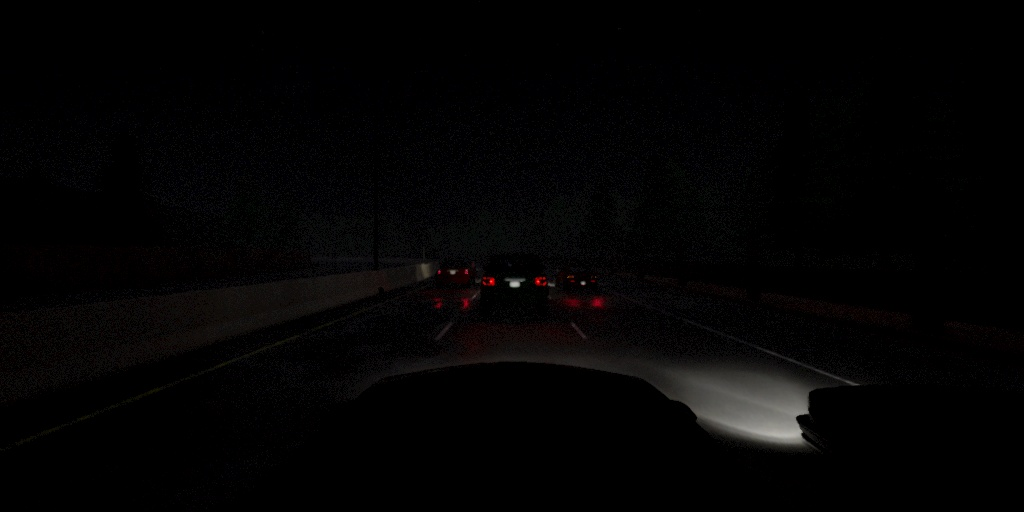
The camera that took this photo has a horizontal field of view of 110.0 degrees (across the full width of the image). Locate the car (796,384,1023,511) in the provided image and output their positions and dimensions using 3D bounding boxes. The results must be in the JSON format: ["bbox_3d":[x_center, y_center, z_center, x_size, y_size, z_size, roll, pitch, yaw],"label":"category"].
[{"bbox_3d":[3.608,1.297,0.869,2.033,1.411,5.357,0,0,0],"label":"car"}]

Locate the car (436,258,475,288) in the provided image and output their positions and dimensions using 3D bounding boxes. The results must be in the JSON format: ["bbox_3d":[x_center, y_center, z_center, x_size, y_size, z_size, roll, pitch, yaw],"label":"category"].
[{"bbox_3d":[-3.495,0.979,22.922,2.097,1.767,4.553,0,0,-2],"label":"car"}]

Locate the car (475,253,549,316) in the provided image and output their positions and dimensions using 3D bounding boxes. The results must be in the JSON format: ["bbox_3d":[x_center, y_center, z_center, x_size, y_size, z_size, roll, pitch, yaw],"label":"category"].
[{"bbox_3d":[0.075,0.903,13.243,2.150,2.045,5.566,0,0,0],"label":"car"}]

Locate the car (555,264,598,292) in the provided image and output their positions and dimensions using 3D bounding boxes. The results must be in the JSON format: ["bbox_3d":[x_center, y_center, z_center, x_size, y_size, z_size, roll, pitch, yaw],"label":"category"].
[{"bbox_3d":[3.549,1.160,20.238,1.812,1.442,4.674,0,0,0],"label":"car"}]
